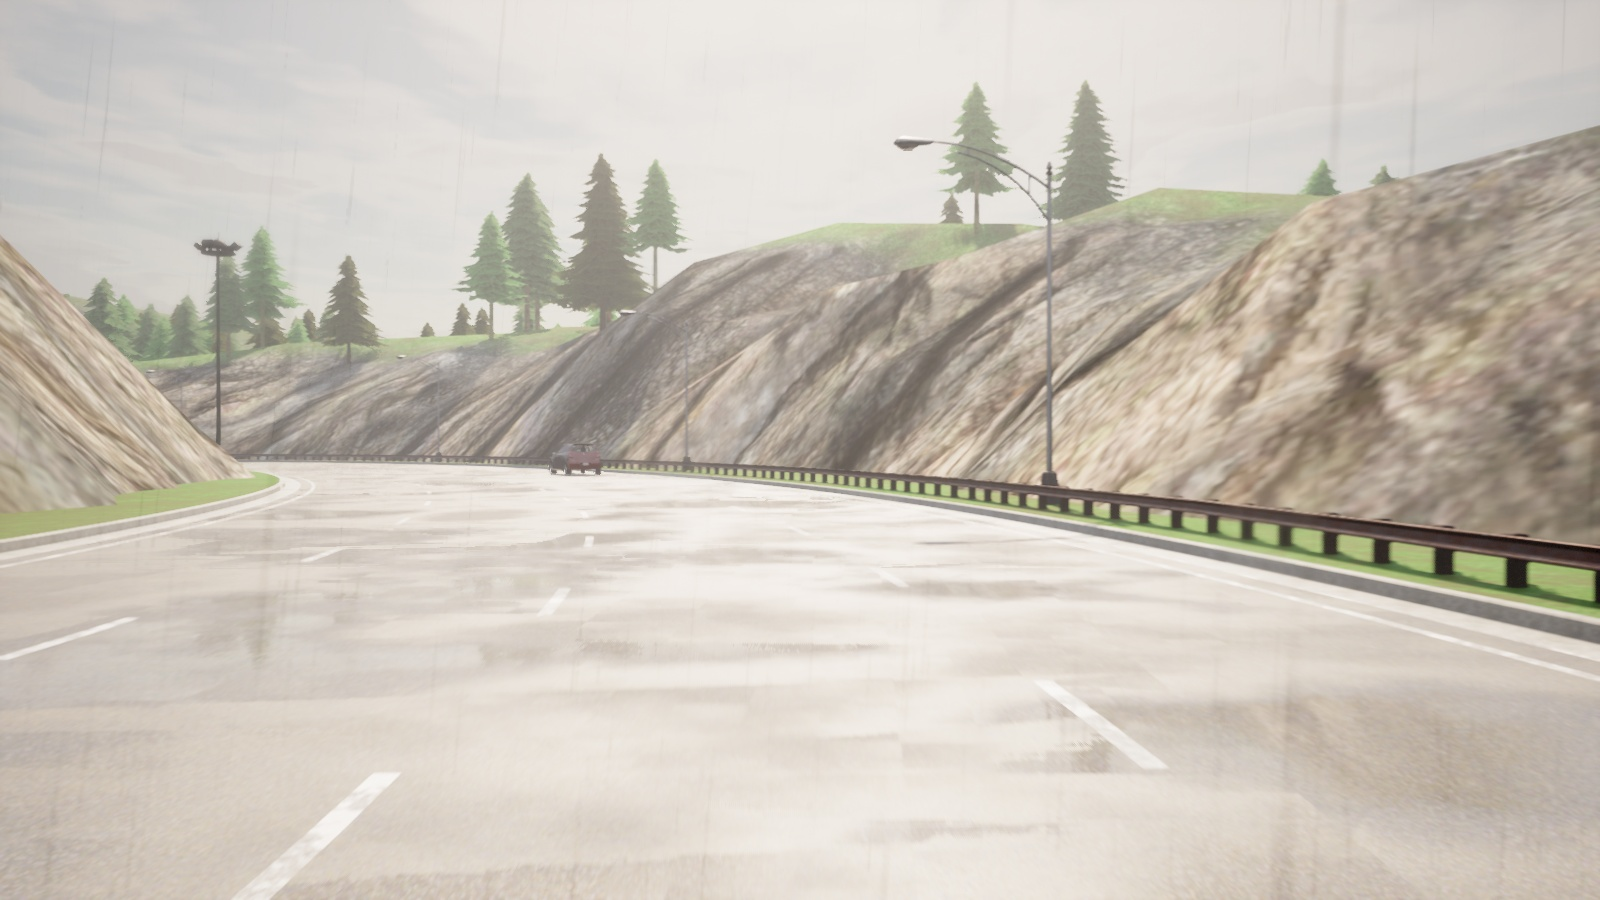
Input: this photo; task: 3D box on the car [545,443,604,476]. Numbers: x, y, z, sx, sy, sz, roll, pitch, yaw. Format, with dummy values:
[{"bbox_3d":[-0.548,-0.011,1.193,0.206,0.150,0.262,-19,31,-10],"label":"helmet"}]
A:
[{"bbox_3d":[-10.823,0.427,60.155,1.845,1.501,3.633,0,0,-26],"label":"car"}]
